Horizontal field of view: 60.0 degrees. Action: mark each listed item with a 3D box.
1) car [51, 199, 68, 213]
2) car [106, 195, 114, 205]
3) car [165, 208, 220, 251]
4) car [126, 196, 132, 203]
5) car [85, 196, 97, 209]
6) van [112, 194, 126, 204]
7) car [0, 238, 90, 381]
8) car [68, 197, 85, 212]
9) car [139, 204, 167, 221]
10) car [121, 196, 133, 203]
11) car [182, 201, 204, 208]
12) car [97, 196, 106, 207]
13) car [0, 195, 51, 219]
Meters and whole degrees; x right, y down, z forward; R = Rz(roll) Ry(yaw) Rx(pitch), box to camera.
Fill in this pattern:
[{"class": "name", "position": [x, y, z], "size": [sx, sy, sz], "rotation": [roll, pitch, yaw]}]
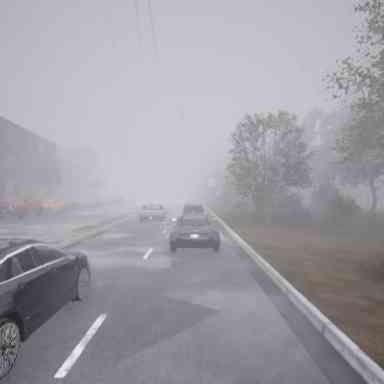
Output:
[{"class": "car", "position": [-15.461, 1.549, 35.543], "size": [2.097, 1.535, 5.008], "rotation": [0, 0, 0]}, {"class": "car", "position": [-15.510, 1.655, 57.766], "size": [2.002, 1.452, 4.674], "rotation": [0, 0, 0]}, {"class": "car", "position": [0.104, 1.603, 14.279], "size": [1.994, 1.385, 4.181], "rotation": [0, 0, 0]}, {"class": "car", "position": [-15.547, 1.693, 74.309], "size": [2.163, 1.488, 4.792], "rotation": [0, 0, 0]}, {"class": "car", "position": [-15.485, 1.456, 46.620], "size": [2.185, 1.767, 4.553], "rotation": [0, 0, 0]}, {"class": "van", "position": [-15.533, 1.421, 68.698], "size": [1.878, 1.987, 4.442], "rotation": [0, 0, 0]}, {"class": "car", "position": [-3.148, 1.507, 5.415], "size": [2.128, 1.511, 4.902], "rotation": [0, 0, 0]}, {"class": "car", "position": [-15.474, 1.567, 41.069], "size": [2.231, 1.521, 4.892], "rotation": [0, 0, 0]}, {"class": "car", "position": [-3.142, 1.676, 27.554], "size": [1.895, 1.301, 4.718], "rotation": [0, 0, 0]}, {"class": "car", "position": [-15.576, 1.719, 79.805], "size": [2.002, 1.452, 4.674], "rotation": [-2, 0, 0]}, {"class": "car", "position": [0.108, 1.564, 31.601], "size": [1.882, 1.535, 5.008], "rotation": [0, 0, 0]}, {"class": "car", "position": [-15.497, 1.472, 52.146], "size": [2.185, 1.767, 4.553], "rotation": [0, 0, 0]}, {"class": "car", "position": [-15.449, 1.282, 30.111], "size": [2.435, 2.045, 5.566], "rotation": [0, 0, 0]}]
